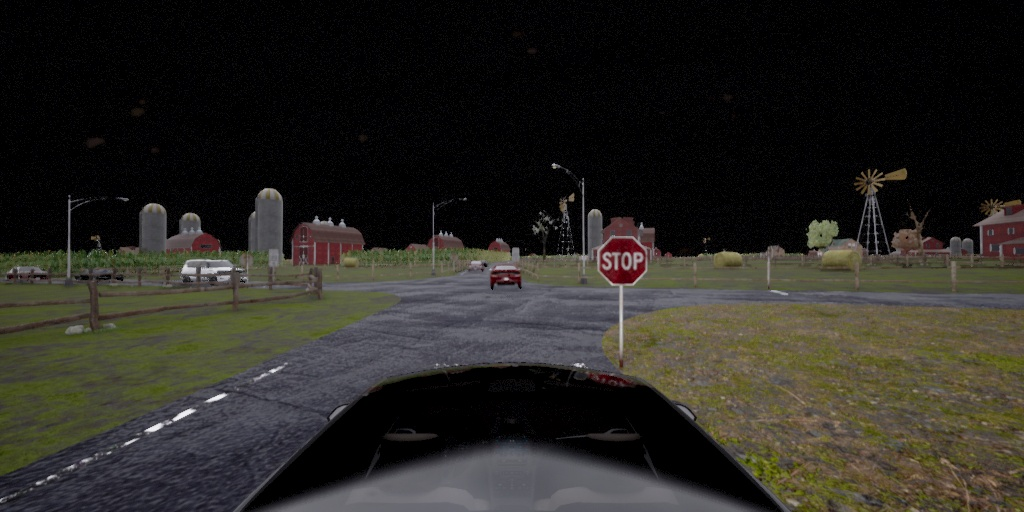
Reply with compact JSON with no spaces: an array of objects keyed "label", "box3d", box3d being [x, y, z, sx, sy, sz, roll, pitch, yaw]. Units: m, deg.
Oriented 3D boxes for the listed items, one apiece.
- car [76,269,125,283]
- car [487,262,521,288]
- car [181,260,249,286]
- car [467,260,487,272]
[{"label":"car","box3d":[-39.761,1.936,34.682,4.718,1.301,1.895,-1,-1,22]},{"label":"car","box3d":[-0.448,1.230,23.555,1.882,1.535,5.008,0,-1,-2]},{"label":"car","box3d":[-23.612,1.291,28.457,5.566,2.045,2.150,-1,-1,21]},{"label":"car","box3d":[-4.512,1.292,45.260,1.812,1.442,4.674,0,0,-3]}]
